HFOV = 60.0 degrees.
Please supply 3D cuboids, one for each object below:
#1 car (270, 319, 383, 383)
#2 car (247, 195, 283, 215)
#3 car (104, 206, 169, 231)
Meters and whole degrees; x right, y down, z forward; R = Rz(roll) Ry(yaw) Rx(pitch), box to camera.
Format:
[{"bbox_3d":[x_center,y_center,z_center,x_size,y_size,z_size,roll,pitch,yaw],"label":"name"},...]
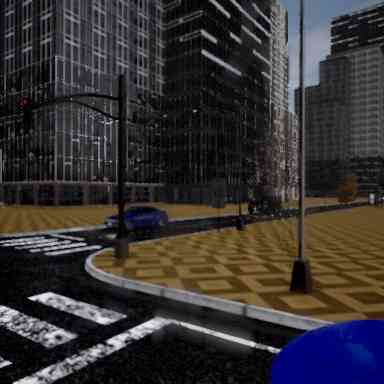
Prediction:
[{"bbox_3d":[2.852,1.473,1.655,5.008,1.535,1.882,0,0,35],"label":"car"},{"bbox_3d":[8.310,1.421,37.405,2.150,2.045,5.566,0,0,37],"label":"car"},{"bbox_3d":[-3.468,1.638,21.587,1.812,1.442,4.674,0,0,38],"label":"car"}]
